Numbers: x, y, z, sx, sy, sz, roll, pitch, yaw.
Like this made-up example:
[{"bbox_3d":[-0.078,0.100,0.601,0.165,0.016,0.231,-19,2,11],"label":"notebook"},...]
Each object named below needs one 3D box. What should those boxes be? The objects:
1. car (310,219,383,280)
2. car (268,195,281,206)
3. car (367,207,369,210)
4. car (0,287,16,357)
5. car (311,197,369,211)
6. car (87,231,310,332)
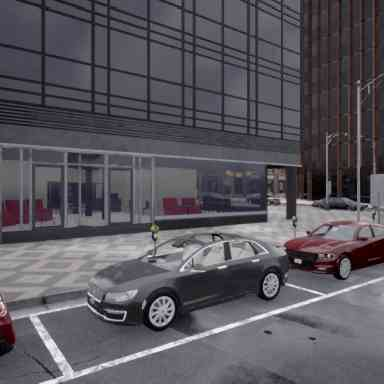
[{"bbox_3d":[4.575,1.545,9.922,4.507,1.381,1.887,0,0,-36],"label":"car"},{"bbox_3d":[9.009,0.961,42.166,1.837,1.490,4.892,0,1,-36],"label":"car"},{"bbox_3d":[9.016,1.441,13.094,4.097,1.590,1.967,0,0,-36],"label":"car"},{"bbox_3d":[-4.306,1.440,3.578,4.097,1.590,1.967,0,0,-36],"label":"car"},{"bbox_3d":[14.941,1.203,33.803,2.033,1.411,5.357,0,1,-41],"label":"car"},{"bbox_3d":[0.135,1.551,6.750,4.403,1.369,2.008,0,0,-36],"label":"car"}]
